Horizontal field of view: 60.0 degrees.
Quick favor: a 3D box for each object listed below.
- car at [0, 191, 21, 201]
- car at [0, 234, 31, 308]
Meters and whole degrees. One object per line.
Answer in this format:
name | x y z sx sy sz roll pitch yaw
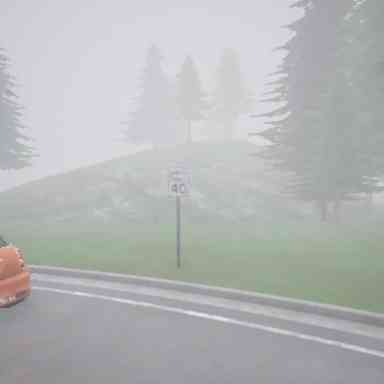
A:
car | -28.534 0.609 51.056 1.882 1.535 5.008 0 1 10
car | -5.230 1.258 5.822 4.553 1.767 2.097 0 1 19
